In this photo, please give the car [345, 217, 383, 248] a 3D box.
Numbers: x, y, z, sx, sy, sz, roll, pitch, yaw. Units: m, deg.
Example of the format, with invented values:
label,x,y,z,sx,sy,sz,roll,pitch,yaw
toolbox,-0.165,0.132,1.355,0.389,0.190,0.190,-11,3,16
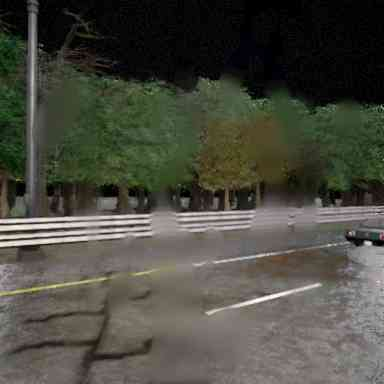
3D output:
label,x,y,z,sx,sy,sz,roll,pitch,yaw
car,8.645,1.716,14.199,4.718,1.301,1.895,1,0,-36
